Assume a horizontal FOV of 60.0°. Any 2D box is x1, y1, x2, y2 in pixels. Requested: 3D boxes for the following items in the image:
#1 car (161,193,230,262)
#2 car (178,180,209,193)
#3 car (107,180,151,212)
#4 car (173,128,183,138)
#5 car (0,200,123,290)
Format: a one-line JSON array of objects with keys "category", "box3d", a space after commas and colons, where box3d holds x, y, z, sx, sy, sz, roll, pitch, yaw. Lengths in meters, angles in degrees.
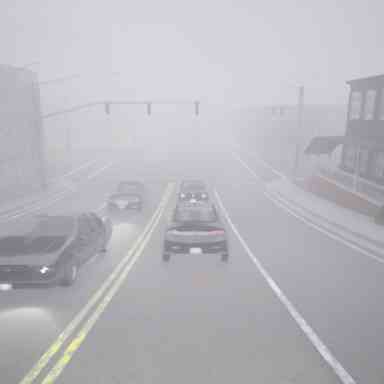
[{"category": "car", "box3d": [0.097, 1.065, 10.566, 2.128, 1.511, 4.902, 0, 4, 0]}, {"category": "car", "box3d": [0.082, -0.126, 21.535, 1.895, 1.301, 4.718, 0, 9, 0]}, {"category": "car", "box3d": [-3.547, 0.116, 19.252, 2.128, 1.511, 4.902, 0, 8, 1]}, {"category": "car", "box3d": [-3.510, -13.742, 78.970, 1.837, 1.490, 4.892, 0, 14, 0]}, {"category": "car", "box3d": [-3.502, 1.238, 8.858, 2.033, 1.411, 5.357, 0, 3, 0]}]
